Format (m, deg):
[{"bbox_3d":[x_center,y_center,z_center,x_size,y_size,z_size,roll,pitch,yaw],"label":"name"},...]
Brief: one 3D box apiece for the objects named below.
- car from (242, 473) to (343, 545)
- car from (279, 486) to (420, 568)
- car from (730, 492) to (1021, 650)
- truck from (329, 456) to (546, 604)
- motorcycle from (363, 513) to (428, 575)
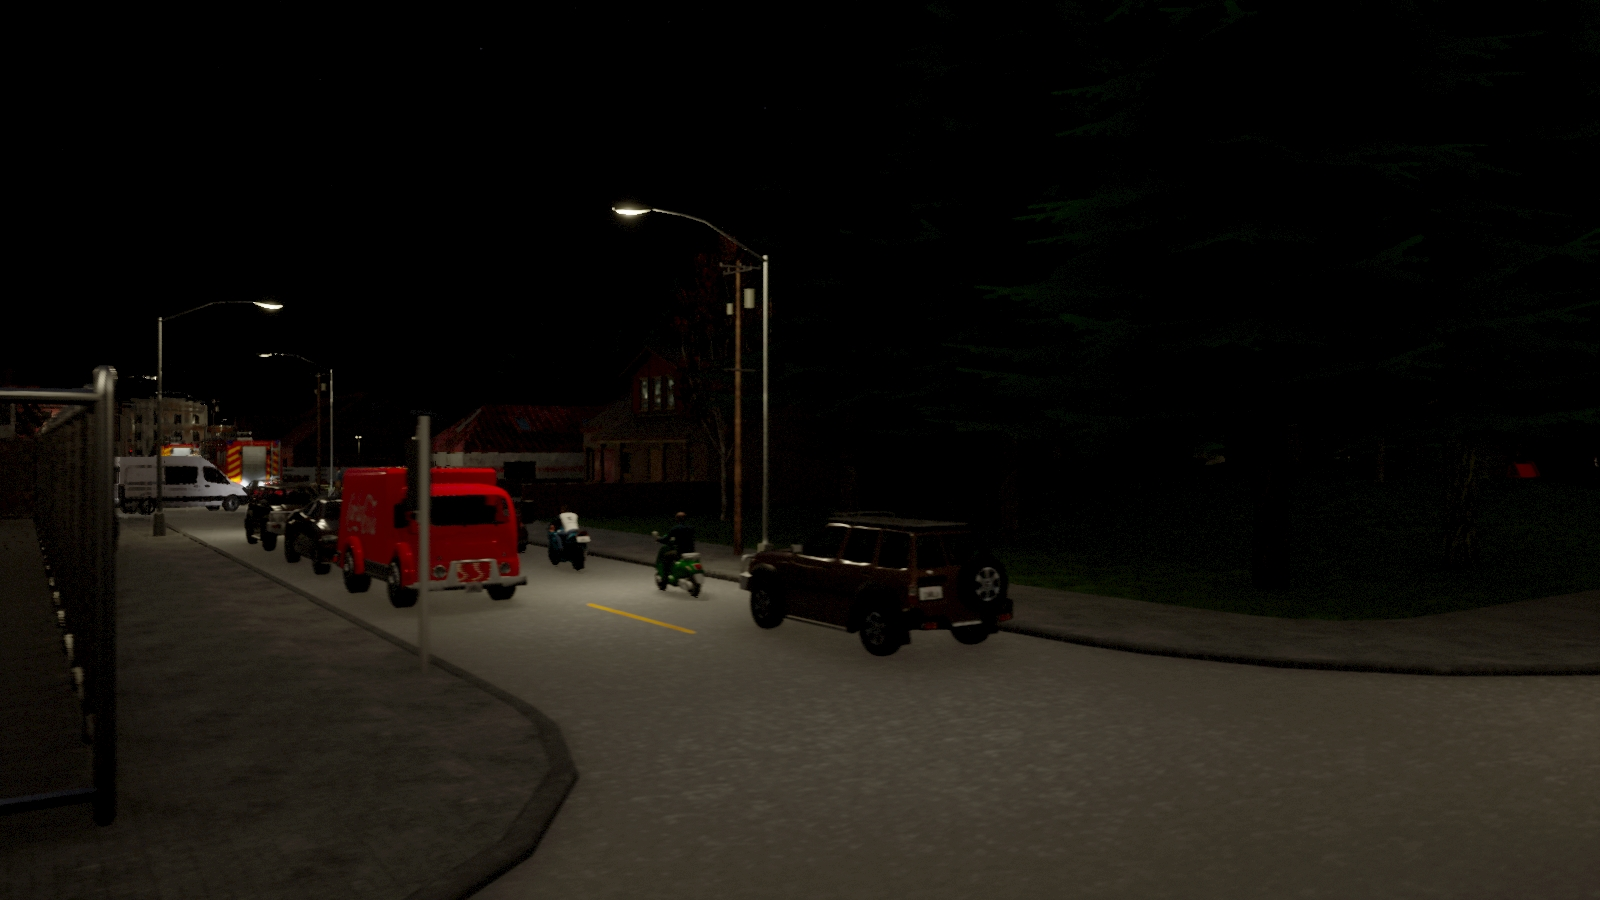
[{"bbox_3d":[-14.920,1.656,33.475,1.932,1.855,4.605,0,0,-34],"label":"car"},{"bbox_3d":[-11.088,1.782,27.872,2.152,1.651,5.027,0,0,-34],"label":"car"},{"bbox_3d":[0.962,1.649,17.193,1.932,1.855,4.605,0,0,-35],"label":"car"},{"bbox_3d":[-7.156,1.356,22.104,2.627,2.467,5.204,0,0,-34],"label":"truck"},{"bbox_3d":[-8.727,2.002,24.618,0.803,1.145,2.033,0,0,-35],"label":"motorcycle"}]
